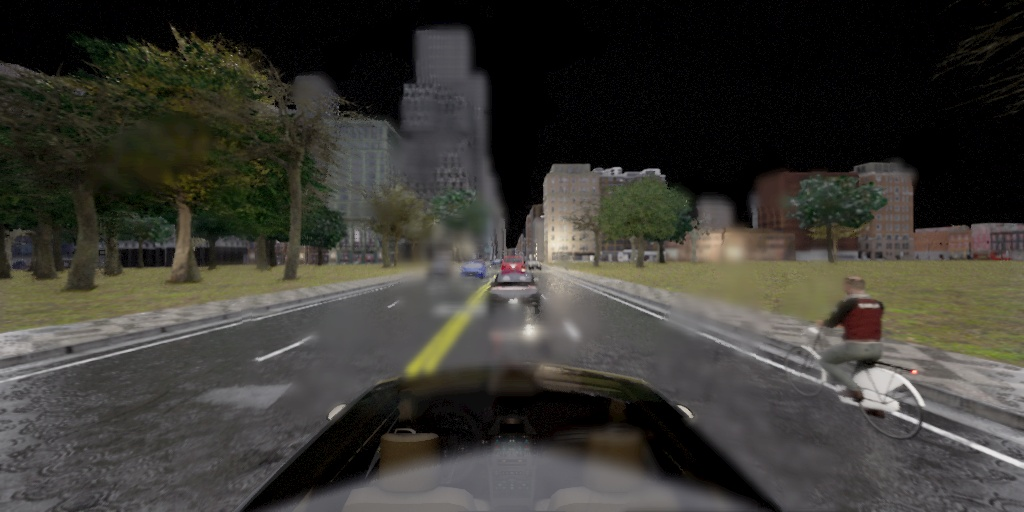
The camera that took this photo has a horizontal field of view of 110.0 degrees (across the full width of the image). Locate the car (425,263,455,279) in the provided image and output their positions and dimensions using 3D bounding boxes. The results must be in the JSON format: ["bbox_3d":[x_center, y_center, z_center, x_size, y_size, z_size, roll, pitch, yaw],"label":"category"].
[{"bbox_3d":[-6.594,1.362,33.466,2.033,1.411,5.357,0,0,0],"label":"car"}]

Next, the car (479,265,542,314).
[{"bbox_3d":[0.101,1.264,13.861,2.128,1.511,4.902,0,0,0],"label":"car"}]

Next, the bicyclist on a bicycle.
[{"bbox_3d":[4.144,1.125,4.543,0.659,1.776,1.843,0,0,0],"label":"bicyclist on a bicycle"}]

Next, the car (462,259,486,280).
[{"bbox_3d":[-3.343,1.289,32.275,1.882,1.535,5.008,0,0,0],"label":"car"}]

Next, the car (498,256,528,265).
[{"bbox_3d":[0.102,1.035,33.260,2.150,2.045,5.566,0,0,0],"label":"car"}]

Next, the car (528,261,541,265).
[{"bbox_3d":[3.348,1.477,54.478,1.895,1.301,4.718,0,0,0],"label":"car"}]
